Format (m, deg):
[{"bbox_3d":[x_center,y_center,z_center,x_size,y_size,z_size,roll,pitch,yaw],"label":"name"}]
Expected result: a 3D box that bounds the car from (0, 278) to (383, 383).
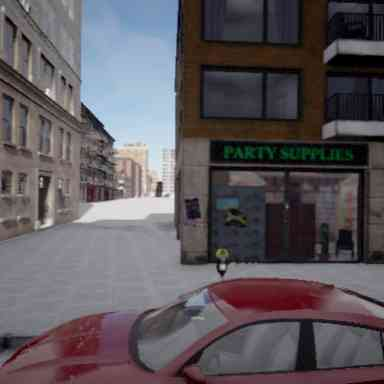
[{"bbox_3d":[0.565,1.566,3.155,4.507,1.381,1.887,1,0,-4],"label":"car"}]
